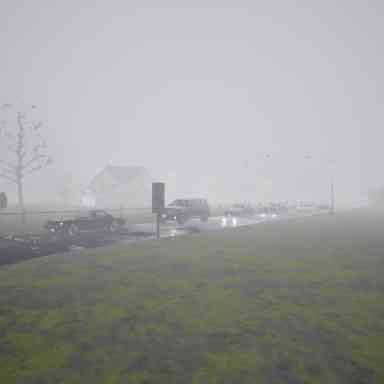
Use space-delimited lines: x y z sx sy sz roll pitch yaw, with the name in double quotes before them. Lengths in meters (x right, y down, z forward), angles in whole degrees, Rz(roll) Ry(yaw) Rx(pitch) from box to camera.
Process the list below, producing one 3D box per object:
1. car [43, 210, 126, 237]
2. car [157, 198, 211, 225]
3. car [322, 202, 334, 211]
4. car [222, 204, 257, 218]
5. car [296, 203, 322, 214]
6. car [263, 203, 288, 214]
"car" -6.307 1.792 19.862 1.895 1.301 4.718 1 0 35
"car" -0.557 1.550 28.006 2.150 2.045 5.566 1 0 35
"car" 22.164 2.385 55.108 1.994 1.385 4.181 1 0 35
"car" 5.354 2.014 36.380 2.033 1.411 5.357 1 0 35
"car" 16.338 2.293 46.859 1.895 1.301 4.718 1 0 35
"car" 11.284 2.202 44.721 1.895 1.301 4.718 1 0 36
